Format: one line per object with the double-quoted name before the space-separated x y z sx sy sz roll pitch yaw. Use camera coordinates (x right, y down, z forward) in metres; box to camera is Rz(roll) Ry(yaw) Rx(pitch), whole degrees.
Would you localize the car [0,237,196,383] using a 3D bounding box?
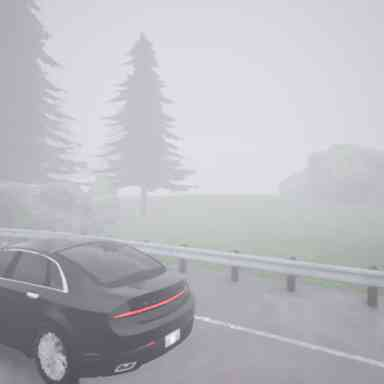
"car" -2.258 1.484 5.292 4.892 1.490 1.837 0 0 33
